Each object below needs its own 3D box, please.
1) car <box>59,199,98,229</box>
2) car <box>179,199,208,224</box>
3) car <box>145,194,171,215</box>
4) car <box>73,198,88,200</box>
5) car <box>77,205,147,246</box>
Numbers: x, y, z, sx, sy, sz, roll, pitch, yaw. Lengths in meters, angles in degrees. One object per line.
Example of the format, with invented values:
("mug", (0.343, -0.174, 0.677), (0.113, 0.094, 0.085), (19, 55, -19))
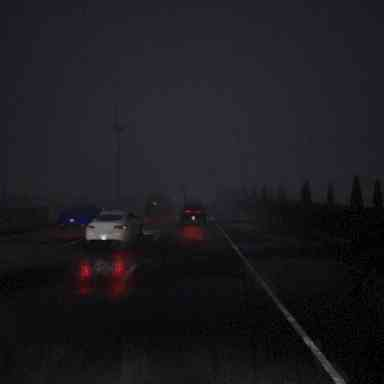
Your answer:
("car", (-6.906, 1.468, 21.579), (1.882, 1.535, 5.008), (0, 0, 0))
("car", (0.094, 1.494, 24.621), (1.837, 1.490, 4.892), (0, 0, 0))
("car", (-3.408, 1.207, 33.733), (2.150, 2.045, 5.566), (0, 0, 0))
("car", (-14.062, 1.488, 41.719), (1.837, 1.490, 4.892), (0, -1, 0))
("car", (-3.404, 1.519, 15.131), (1.812, 1.442, 4.674), (0, 0, 0))
